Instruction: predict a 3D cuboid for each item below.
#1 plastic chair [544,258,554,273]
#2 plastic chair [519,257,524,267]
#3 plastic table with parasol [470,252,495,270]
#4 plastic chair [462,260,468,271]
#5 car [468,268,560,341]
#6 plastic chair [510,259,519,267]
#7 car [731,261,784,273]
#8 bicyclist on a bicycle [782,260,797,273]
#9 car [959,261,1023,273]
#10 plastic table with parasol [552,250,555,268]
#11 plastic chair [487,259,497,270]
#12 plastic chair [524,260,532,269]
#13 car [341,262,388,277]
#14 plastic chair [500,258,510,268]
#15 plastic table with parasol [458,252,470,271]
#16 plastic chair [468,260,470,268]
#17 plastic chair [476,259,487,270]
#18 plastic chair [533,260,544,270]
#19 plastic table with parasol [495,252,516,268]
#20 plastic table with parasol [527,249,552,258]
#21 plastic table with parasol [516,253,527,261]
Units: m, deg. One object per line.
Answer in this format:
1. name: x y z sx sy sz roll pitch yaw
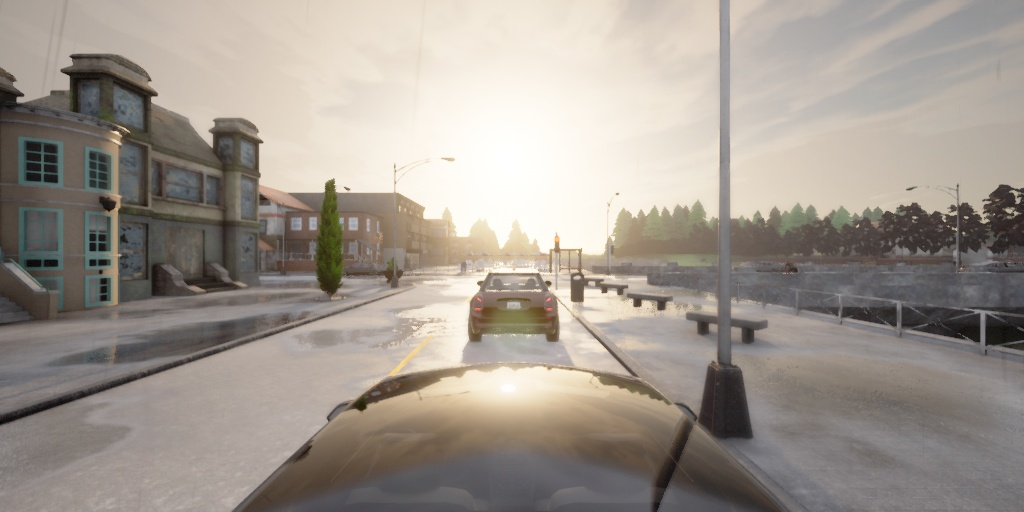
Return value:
1. plastic chair: 4.995 1.271 49.020 0.730 1.272 0.750 0 0 0
2. plastic chair: 1.246 1.269 63.364 0.750 1.272 0.730 0 0 0
3. plastic table with parasol: -4.082 0.667 49.970 2.482 2.480 2.482 0 0 0
4. plastic chair: -6.880 1.270 55.391 0.750 1.272 0.730 0 0 0
5. car: 0.065 1.101 9.995 2.097 1.767 4.553 0 0 1
6. plastic chair: 0.321 1.270 56.835 0.730 1.272 0.750 0 0 0
7. car: 22.969 1.236 34.064 4.902 1.511 2.128 0 0 0
8. bicyclist on a bicycle: 19.889 1.095 25.676 0.582 1.620 1.656 0 0 0
9. car: 40.464 1.250 29.898 4.892 1.490 1.837 0 0 1
10. plastic table with parasol: 5.174 0.666 57.819 2.482 2.480 2.482 0 0 0
11. plastic chair: -2.802 1.271 49.846 0.730 1.272 0.750 0 0 0
12. plastic chair: 2.396 1.271 49.228 0.730 1.272 0.750 0 0 0
13. car: -14.382 1.292 34.434 5.357 1.411 2.033 0 0 -3
14. plastic chair: -1.083 1.270 55.740 0.750 1.272 0.730 0 0 0
15. plastic table with parasol: -6.950 0.666 56.569 2.482 2.480 2.482 0 0 0
16. plastic chair: -5.401 1.271 50.054 0.730 1.272 0.750 0 0 0
17. plastic chair: -4.206 1.271 48.750 0.750 1.272 0.730 0 0 0
18. plastic chair: 3.592 1.271 47.925 0.750 1.272 0.730 0 0 0
19. plastic table with parasol: -1.029 0.666 56.940 2.482 2.480 2.482 0 0 0
20. plastic table with parasol: 3.736 0.667 49.194 2.482 2.480 2.482 0 0 0
21. plastic table with parasol: 1.366 0.664 64.542 2.482 2.480 2.482 0 0 0
